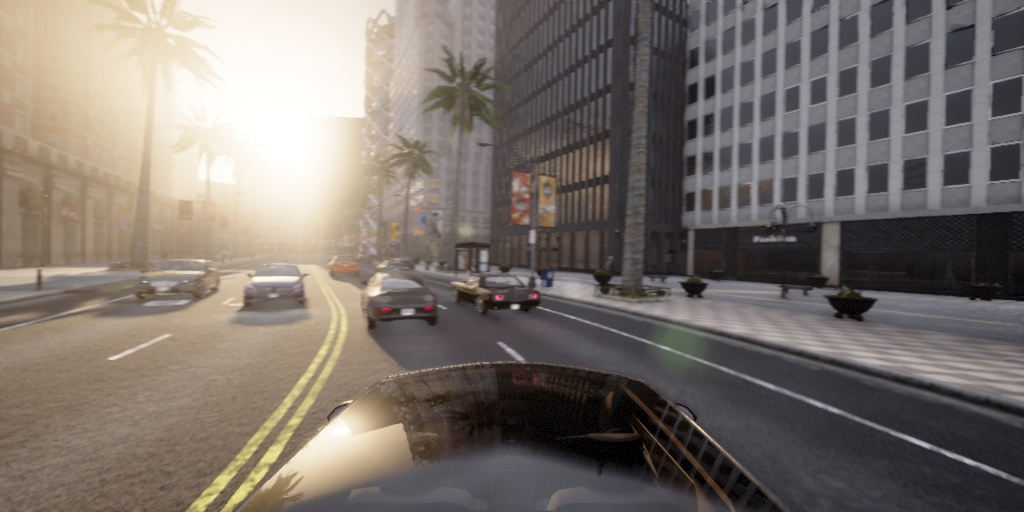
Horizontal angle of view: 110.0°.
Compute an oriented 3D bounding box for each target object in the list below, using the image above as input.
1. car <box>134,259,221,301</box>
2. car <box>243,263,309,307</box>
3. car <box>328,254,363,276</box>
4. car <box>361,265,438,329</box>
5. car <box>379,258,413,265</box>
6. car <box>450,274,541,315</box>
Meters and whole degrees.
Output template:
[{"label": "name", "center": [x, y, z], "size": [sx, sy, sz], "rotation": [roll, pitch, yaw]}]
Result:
[{"label": "car", "center": [-13.642, 0.886, 14.912], "size": [2.128, 1.511, 4.902], "rotation": [1, 0, -30]}, {"label": "car", "center": [-9.132, 1.033, 14.066], "size": [1.812, 1.442, 4.674], "rotation": [1, 0, -30]}, {"label": "car", "center": [-14.185, 0.715, 30.141], "size": [2.097, 1.767, 4.553], "rotation": [1, 0, -30]}, {"label": "car", "center": [-3.502, 1.178, 10.882], "size": [1.812, 1.442, 4.674], "rotation": [2, 0, -25]}, {"label": "car", "center": [-10.112, 1.029, 30.082], "size": [1.994, 1.385, 4.181], "rotation": [1, 0, -30]}, {"label": "car", "center": [-0.847, 1.316, 13.494], "size": [1.895, 1.301, 4.718], "rotation": [1, 0, -26]}]
